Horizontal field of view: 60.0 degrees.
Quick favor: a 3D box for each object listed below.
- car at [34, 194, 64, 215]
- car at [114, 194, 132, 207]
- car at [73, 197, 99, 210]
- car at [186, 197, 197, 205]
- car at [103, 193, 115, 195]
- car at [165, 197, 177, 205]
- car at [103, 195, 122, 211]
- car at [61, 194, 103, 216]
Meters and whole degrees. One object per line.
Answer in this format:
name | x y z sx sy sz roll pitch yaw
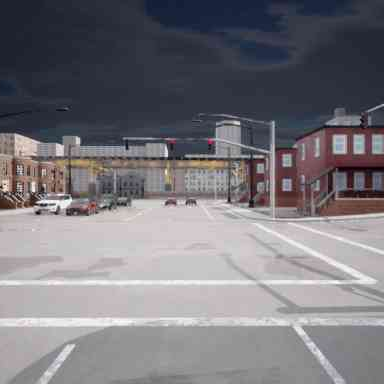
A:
car | -14.187 1.222 34.450 2.150 2.045 5.566 0 0 0
car | -10.711 1.477 52.014 1.882 1.535 5.008 0 0 0
car | -14.207 1.478 44.939 1.882 1.535 5.008 0 0 0
car | -0.147 1.526 58.543 1.812 1.442 4.674 0 0 0
car | -14.203 1.222 56.352 2.150 2.045 5.566 0 0 0
car | -3.542 1.526 56.727 1.812 1.442 4.674 0 0 0
car | -10.702 1.491 41.772 2.128 1.511 4.902 0 0 0
car | -10.672 1.352 32.624 2.097 1.767 4.553 0 0 0
